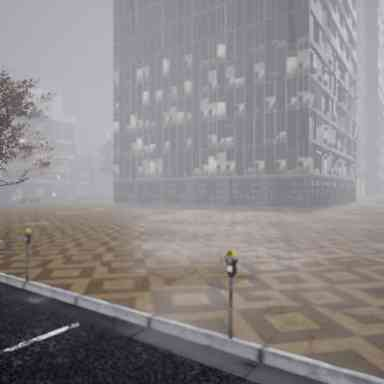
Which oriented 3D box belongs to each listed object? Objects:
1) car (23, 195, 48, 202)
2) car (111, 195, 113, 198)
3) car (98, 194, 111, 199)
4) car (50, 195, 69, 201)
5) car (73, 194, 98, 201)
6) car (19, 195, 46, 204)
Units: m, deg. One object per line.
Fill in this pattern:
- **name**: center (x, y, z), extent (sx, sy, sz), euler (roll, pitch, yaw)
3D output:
- **car**: center (-32.640, 1.367, 69.434), extent (1.947, 1.339, 4.313), euler (1, 2, 35)
- **car**: center (-20.058, 0.985, 87.609), extent (1.752, 1.417, 4.829), euler (1, 2, 35)
- **car**: center (-23.131, 1.109, 83.171), extent (1.947, 1.339, 4.313), euler (1, 2, 35)
- **car**: center (-29.470, 1.266, 74.012), extent (2.008, 1.369, 4.403), euler (1, 2, 35)
- **car**: center (-22.580, 1.274, 69.242), extent (2.008, 1.369, 4.403), euler (1, 2, 35)
- **car**: center (-28.920, 1.447, 60.084), extent (2.008, 1.369, 4.403), euler (1, 2, 35)
